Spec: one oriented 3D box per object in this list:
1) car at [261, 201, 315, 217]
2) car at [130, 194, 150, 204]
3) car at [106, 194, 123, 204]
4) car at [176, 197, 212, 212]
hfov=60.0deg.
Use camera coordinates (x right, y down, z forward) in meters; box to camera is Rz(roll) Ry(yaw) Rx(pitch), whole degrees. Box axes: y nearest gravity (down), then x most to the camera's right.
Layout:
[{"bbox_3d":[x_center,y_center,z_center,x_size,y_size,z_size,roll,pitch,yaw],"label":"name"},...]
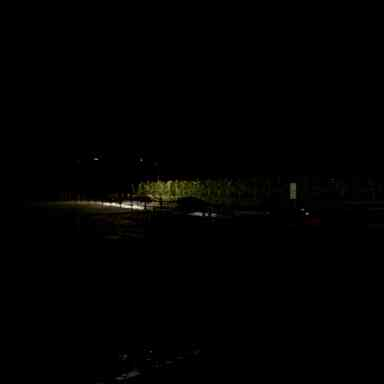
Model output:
[{"bbox_3d":[8.299,1.475,29.295,1.895,1.301,4.718,0,0,-33],"label":"car"},{"bbox_3d":[-8.708,1.119,55.606,1.882,1.535,5.008,0,0,-32],"label":"car"},{"bbox_3d":[-13.022,1.139,55.673,1.812,1.442,4.674,0,0,-32],"label":"car"},{"bbox_3d":[0.151,1.302,35.027,1.837,1.490,4.892,0,0,-33],"label":"car"}]
